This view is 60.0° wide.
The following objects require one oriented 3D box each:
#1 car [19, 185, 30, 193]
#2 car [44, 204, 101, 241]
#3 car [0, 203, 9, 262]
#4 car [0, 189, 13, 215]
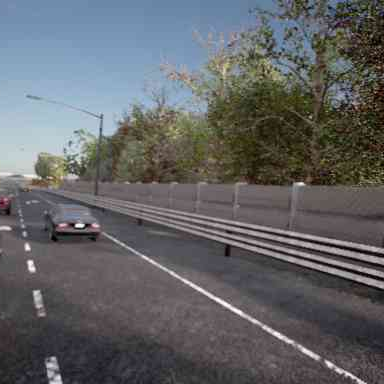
[{"bbox_3d":[-37.845,-0.658,75.398,1.812,1.442,4.674,5,-1,-28],"label":"car"},{"bbox_3d":[-5.443,1.251,14.845,2.033,1.411,5.357,5,0,-28],"label":"car"},{"bbox_3d":[-5.270,1.165,7.353,1.837,1.490,4.892,5,0,-28],"label":"car"},{"bbox_3d":[-13.624,0.507,22.980,2.097,1.767,4.553,5,0,-28],"label":"car"}]
